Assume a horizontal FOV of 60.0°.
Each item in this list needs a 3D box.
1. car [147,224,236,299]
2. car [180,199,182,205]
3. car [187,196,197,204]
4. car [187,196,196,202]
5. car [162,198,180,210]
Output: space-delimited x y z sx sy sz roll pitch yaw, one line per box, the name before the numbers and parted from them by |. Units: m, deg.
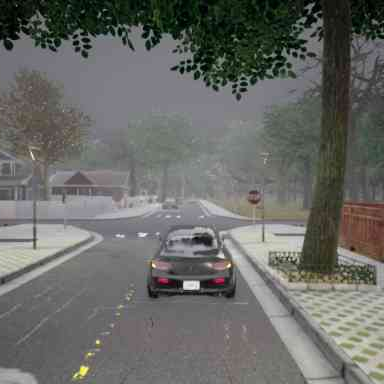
car | -0.005 1.529 8.354 1.812 1.442 4.674 0 0 0
car | -2.862 1.686 59.558 1.994 1.385 4.181 0 0 0
car | 0.011 1.765 68.481 1.895 1.301 4.718 0 0 0
car | -0.048 1.599 78.551 1.994 1.385 4.181 0 0 0
car | -2.869 1.581 44.201 1.812 1.442 4.674 0 0 0
